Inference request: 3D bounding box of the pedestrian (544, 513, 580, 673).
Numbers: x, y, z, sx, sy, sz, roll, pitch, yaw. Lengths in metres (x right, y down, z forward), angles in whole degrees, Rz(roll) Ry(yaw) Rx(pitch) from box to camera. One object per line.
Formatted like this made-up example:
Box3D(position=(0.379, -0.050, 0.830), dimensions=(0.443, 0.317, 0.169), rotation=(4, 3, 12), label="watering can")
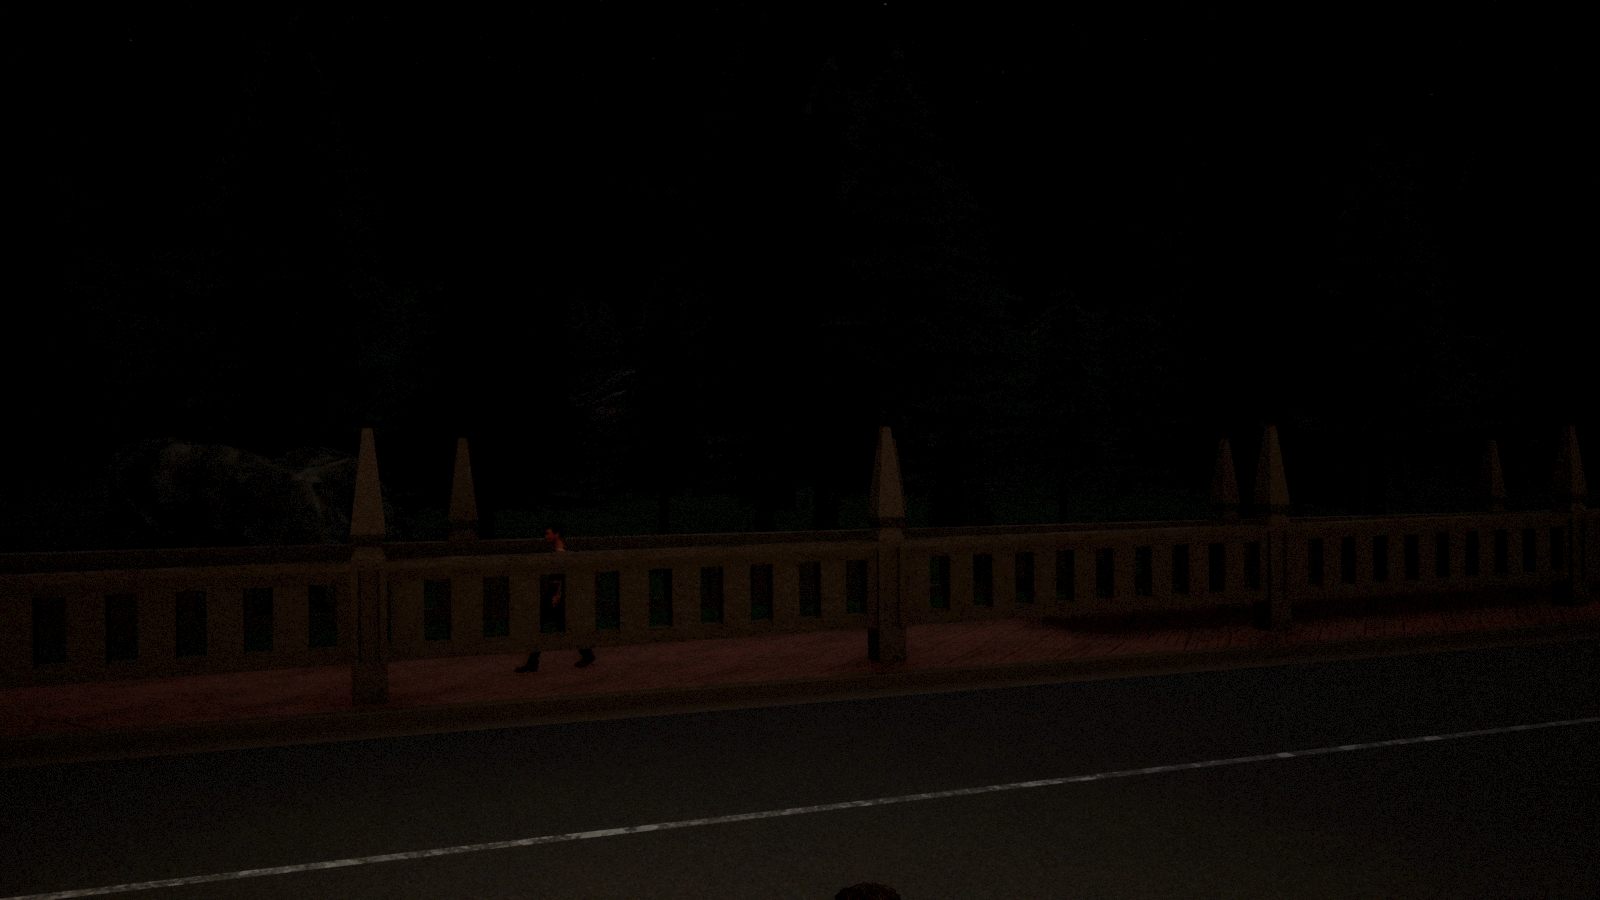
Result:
Box3D(position=(-2.846, 1.694, 13.663), dimensions=(0.375, 1.860, 0.375), rotation=(0, 0, -20), label="pedestrian")
